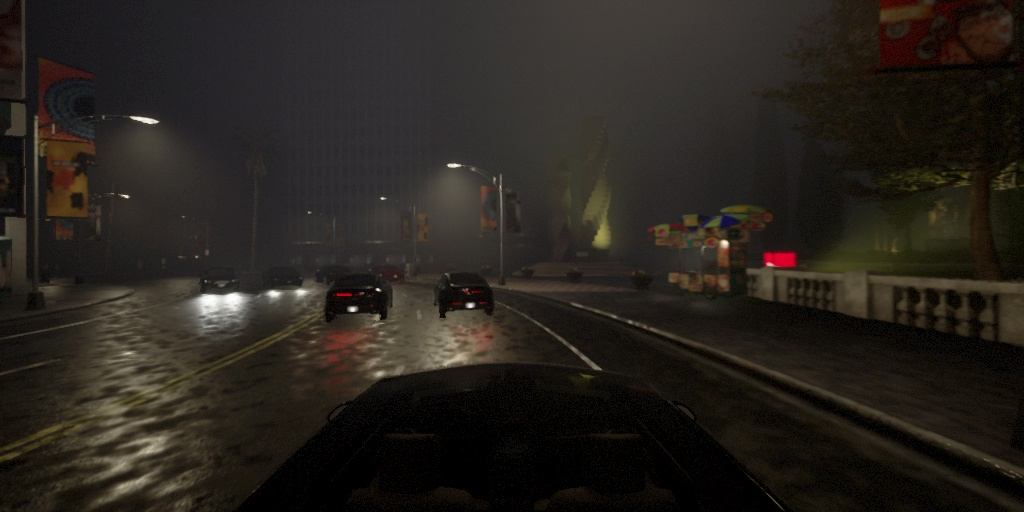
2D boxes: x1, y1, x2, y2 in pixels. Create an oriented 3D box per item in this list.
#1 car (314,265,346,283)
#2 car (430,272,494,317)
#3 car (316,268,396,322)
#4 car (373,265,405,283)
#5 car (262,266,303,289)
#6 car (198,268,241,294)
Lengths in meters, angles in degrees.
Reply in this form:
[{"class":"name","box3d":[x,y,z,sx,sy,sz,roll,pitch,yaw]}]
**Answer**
[{"class":"car","box3d":[-14.388,1.486,28.847,1.882,1.535,5.008,0,-1,-41]},{"class":"car","box3d":[-1.962,1.332,13.695,1.837,1.490,4.892,0,0,-15]},{"class":"car","box3d":[-5.373,1.356,12.969,1.837,1.490,4.892,0,-1,-16]},{"class":"car","box3d":[-10.629,1.459,29.795,1.882,1.535,5.008,0,-1,-39]},{"class":"car","box3d":[-16.592,1.488,25.848,1.882,1.535,5.008,0,-1,-43]},{"class":"car","box3d":[-18.905,1.508,23.193,2.128,1.511,4.902,0,-1,-42]}]
